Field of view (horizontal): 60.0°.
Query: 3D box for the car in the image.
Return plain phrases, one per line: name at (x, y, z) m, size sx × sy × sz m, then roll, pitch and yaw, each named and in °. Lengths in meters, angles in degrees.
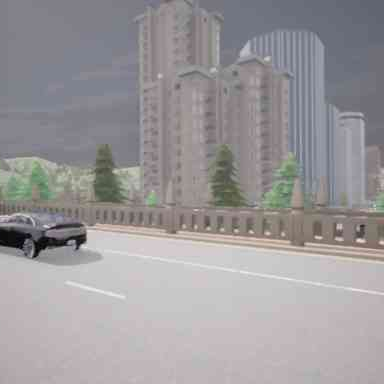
car at (-6.022, 1.469, 12.588) m, size 4.902 × 1.511 × 2.128 m, roll 0°, pitch 0°, yaw 36°
